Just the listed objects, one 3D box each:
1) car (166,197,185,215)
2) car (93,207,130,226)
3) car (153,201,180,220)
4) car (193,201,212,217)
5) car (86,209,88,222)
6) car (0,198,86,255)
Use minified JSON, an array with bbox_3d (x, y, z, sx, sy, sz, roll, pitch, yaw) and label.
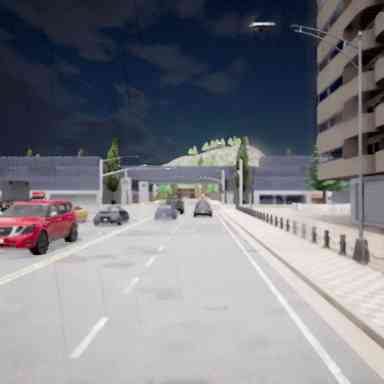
[{"bbox_3d":[-2.114,1.678,41.228,2.150,2.045,5.566,0,-1,2],"label":"car"},{"bbox_3d":[-6.200,1.850,26.043,1.994,1.385,4.181,0,-1,2],"label":"car"},{"bbox_3d":[-2.417,1.875,31.557,1.812,1.442,4.674,0,-1,2],"label":"car"},{"bbox_3d":[1.180,1.962,35.710,1.994,1.385,4.181,0,-1,3],"label":"car"},{"bbox_3d":[-9.707,1.759,25.983,1.882,1.535,5.008,0,-1,2],"label":"car"},{"bbox_3d":[-6.680,1.375,14.313,2.150,2.045,5.566,0,0,0],"label":"car"}]
